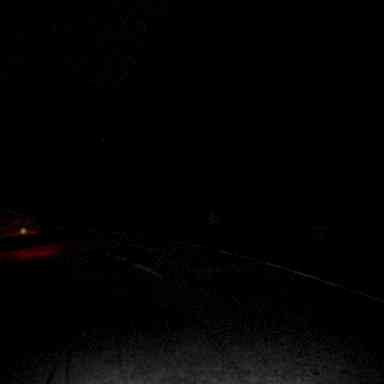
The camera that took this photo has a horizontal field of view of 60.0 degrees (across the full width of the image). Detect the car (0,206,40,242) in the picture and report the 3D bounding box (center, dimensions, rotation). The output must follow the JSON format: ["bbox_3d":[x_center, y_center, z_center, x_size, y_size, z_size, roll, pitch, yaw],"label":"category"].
[{"bbox_3d":[-8.523,1.348,14.131,5.008,1.535,1.882,0,0,34],"label":"car"}]
